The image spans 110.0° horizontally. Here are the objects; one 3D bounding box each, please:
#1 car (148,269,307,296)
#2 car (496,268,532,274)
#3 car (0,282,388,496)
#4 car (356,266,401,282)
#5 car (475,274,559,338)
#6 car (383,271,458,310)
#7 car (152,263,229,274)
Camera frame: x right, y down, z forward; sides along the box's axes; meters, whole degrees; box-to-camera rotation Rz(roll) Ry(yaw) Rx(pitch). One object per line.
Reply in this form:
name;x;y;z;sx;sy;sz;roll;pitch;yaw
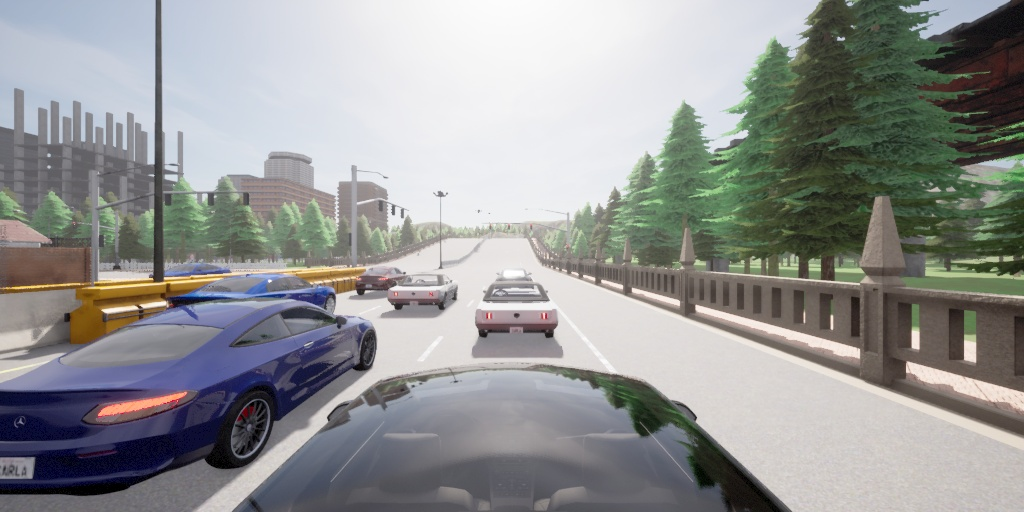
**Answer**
car;-6.897;1.228;10.199;1.882;1.535;5.008;0;0;0
car;0.105;1.314;18.899;1.994;1.385;4.181;0;0;0
car;-3.398;1.276;4.741;1.812;1.442;4.674;0;0;0
car;-6.895;1.276;19.540;1.812;1.442;4.674;0;0;0
car;0.103;1.351;10.147;1.895;1.301;4.718;0;0;0
car;-3.396;1.351;14.660;1.895;1.301;4.718;0;0;0
car;-21.005;1.233;23.560;1.882;1.535;5.008;0;0;-3
